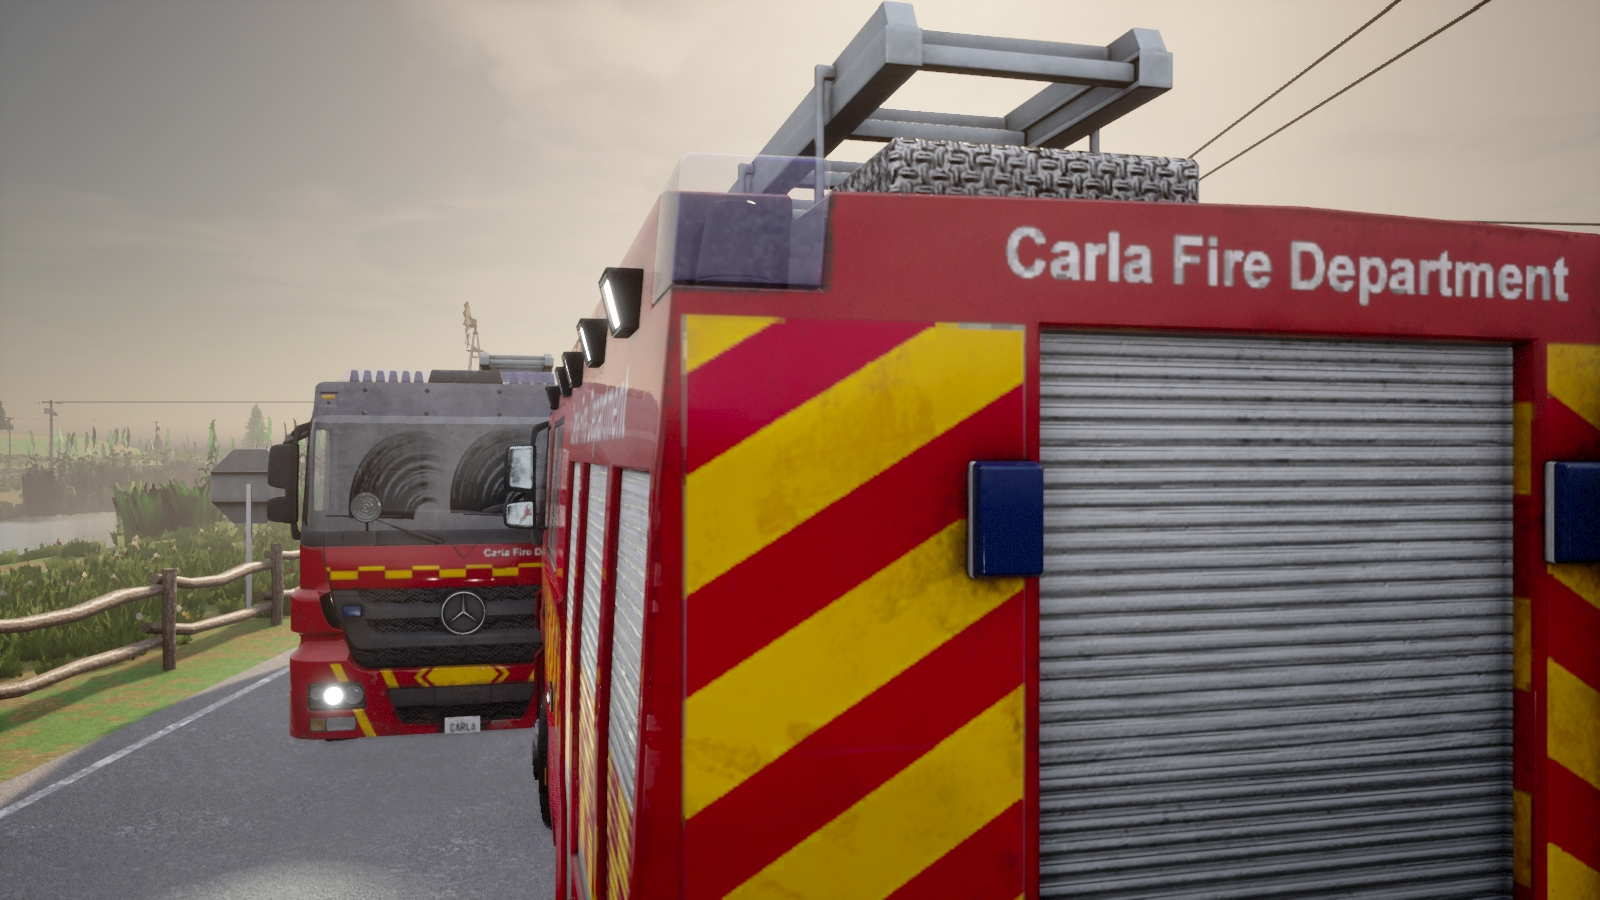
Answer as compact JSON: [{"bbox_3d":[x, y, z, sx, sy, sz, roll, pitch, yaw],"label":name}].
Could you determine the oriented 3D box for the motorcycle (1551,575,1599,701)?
[{"bbox_3d":[9.797,2.142,13.150,1.805,1.316,0.856,0,0,-7],"label":"motorcycle"}]

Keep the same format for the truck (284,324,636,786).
[{"bbox_3d":[-3.899,0.862,13.917,2.891,3.827,8.468,0,0,-14],"label":"truck"}]

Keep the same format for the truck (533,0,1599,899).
[{"bbox_3d":[-0.044,0.867,6.870,2.891,3.827,8.468,0,0,-14],"label":"truck"}]
